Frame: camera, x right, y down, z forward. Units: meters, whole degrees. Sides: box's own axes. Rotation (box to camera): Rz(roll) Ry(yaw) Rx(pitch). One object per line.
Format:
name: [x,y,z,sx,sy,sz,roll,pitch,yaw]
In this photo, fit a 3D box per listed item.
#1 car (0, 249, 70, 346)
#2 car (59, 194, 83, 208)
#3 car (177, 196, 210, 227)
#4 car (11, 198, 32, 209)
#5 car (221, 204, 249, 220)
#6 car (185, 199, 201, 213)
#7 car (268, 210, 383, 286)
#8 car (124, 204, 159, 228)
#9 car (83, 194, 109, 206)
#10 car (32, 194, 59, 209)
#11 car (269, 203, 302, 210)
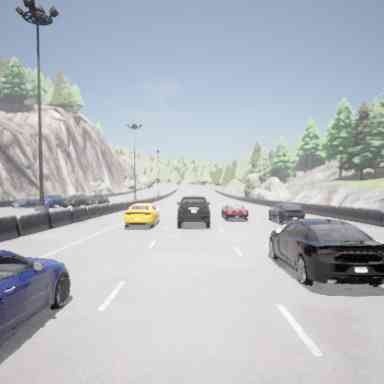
car: [-3.407,1.542,4.915,1.812,1.442,4.674,0,0,0]
car: [-17.470,1.385,50.060,2.150,2.045,5.566,0,-1,0]
car: [0.119,1.295,23.350,2.150,2.045,5.566,0,0,0]
car: [-24.485,1.682,48.607,1.812,1.442,4.674,0,0,1]
car: [3.623,1.688,28.878,1.895,1.301,4.718,0,0,0]
car: [0.132,1.628,40.299,1.837,1.490,4.892,0,0,0]
car: [3.608,1.506,9.569,1.882,1.535,5.008,0,0,0]
car: [-3.382,1.550,23.083,1.882,1.535,5.008,0,0,0]
car: [-13.973,1.383,49.717,2.150,2.045,5.566,0,-1,0]
car: [-20.977,1.384,49.307,2.150,2.045,5.566,0,-1,0]
car: [7.120,1.583,25.329,1.837,1.490,4.892,0,0,0]
